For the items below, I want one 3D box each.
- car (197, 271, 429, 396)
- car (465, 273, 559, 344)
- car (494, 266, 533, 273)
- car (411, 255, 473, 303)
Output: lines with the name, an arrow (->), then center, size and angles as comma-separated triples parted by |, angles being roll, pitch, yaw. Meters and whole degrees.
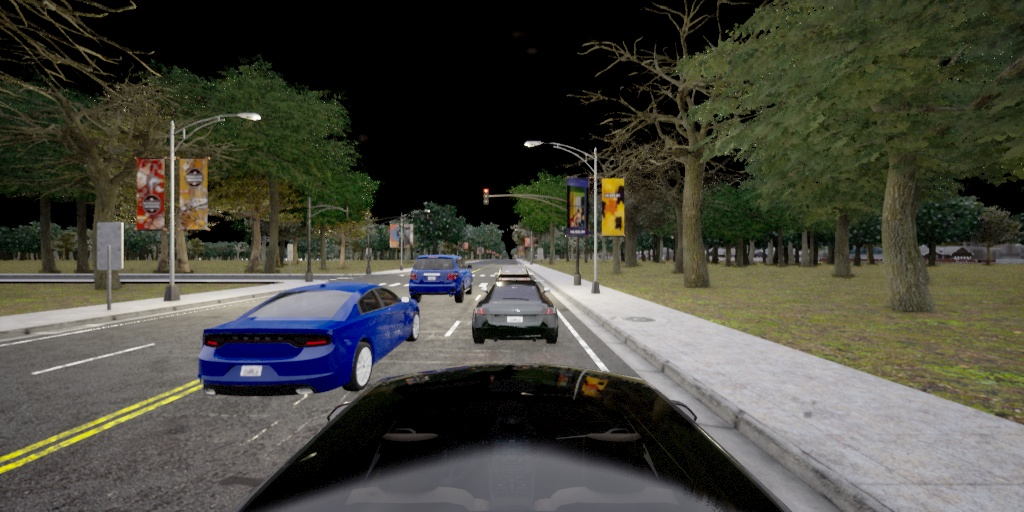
car -> -3.150, 1.227, 6.782 | 1.882, 1.535, 5.008 | 0, 0, 0
car -> 0.093, 1.314, 9.608 | 1.994, 1.385, 4.181 | 0, 0, 1
car -> 0.098, 1.243, 18.510 | 2.128, 1.511, 4.902 | 0, 0, 0
car -> -3.152, 0.973, 16.768 | 2.150, 2.045, 5.566 | 0, 0, 0
